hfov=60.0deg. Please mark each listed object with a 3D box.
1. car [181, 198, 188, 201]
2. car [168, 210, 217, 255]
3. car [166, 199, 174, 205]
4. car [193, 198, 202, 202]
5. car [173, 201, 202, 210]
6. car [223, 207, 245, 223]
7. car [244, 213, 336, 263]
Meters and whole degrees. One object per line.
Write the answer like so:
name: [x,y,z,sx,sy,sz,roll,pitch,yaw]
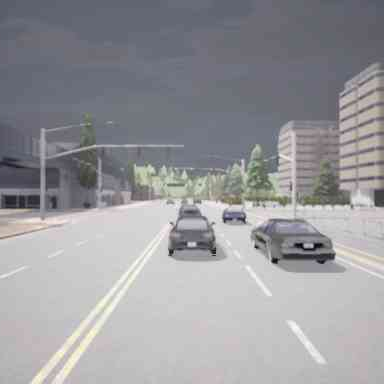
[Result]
car: [-1.957,2.509,88.029,2.033,1.411,5.357,0,-1,-2]
car: [0.023,1.681,13.883,1.812,1.442,4.674,0,0,0]
car: [-5.282,2.454,81.335,1.994,1.385,4.181,0,-1,-2]
car: [1.532,2.476,88.523,1.837,1.490,4.892,0,-1,-2]
car: [-0.334,1.824,28.504,1.837,1.490,4.892,0,0,-6]
car: [3.597,1.916,28.310,1.895,1.301,4.718,0,-1,6]
car: [3.511,1.688,12.516,2.033,1.411,5.357,0,-1,0]
